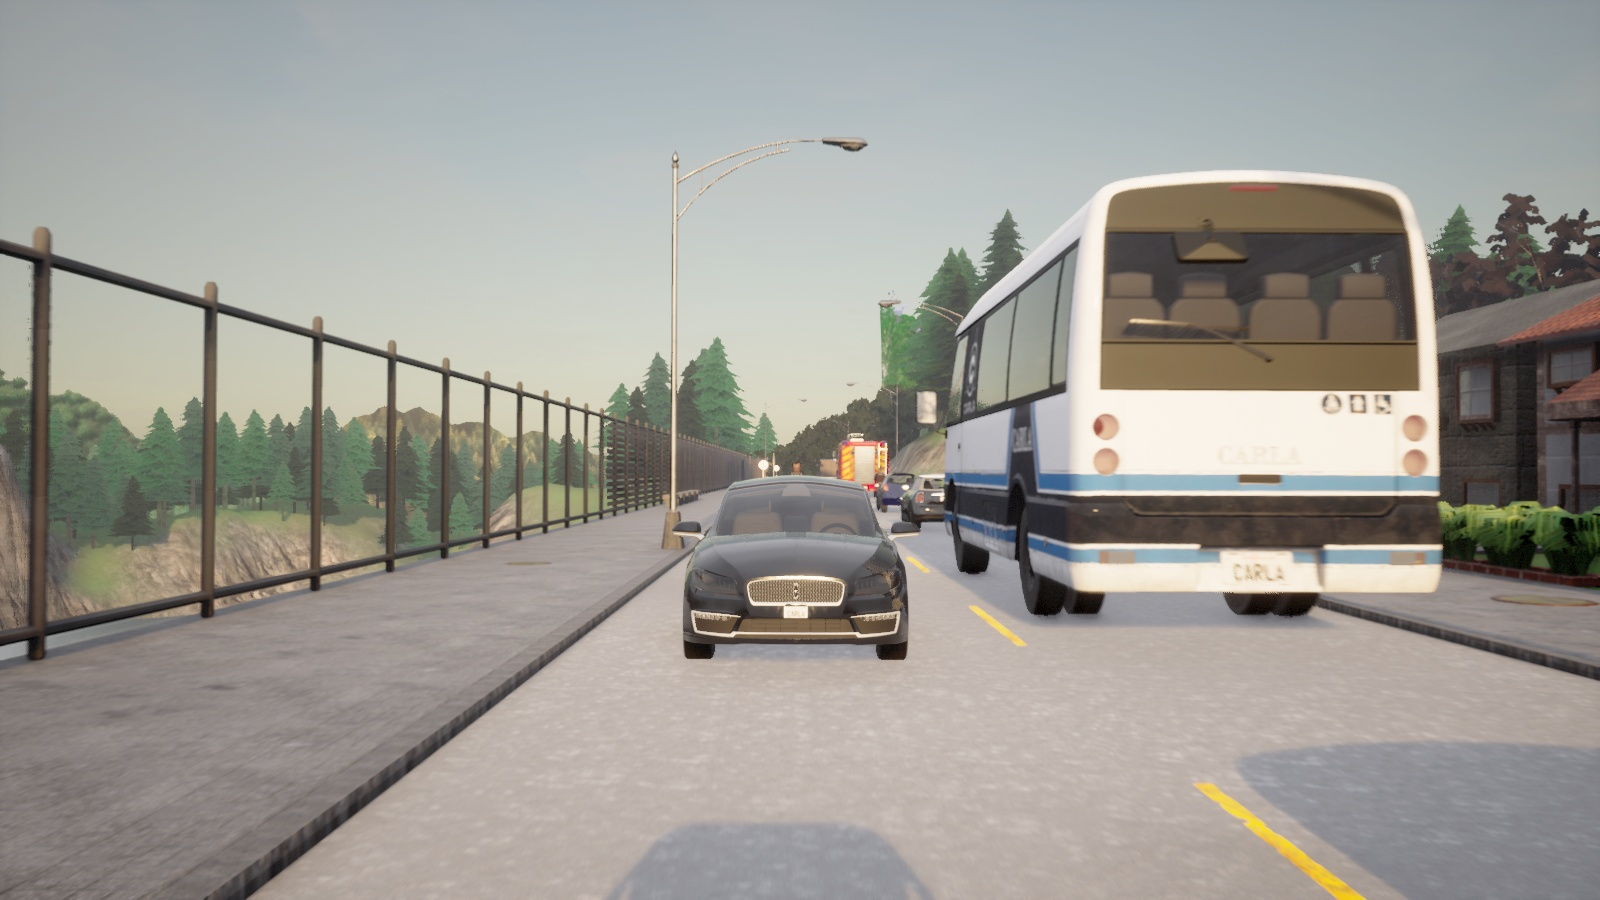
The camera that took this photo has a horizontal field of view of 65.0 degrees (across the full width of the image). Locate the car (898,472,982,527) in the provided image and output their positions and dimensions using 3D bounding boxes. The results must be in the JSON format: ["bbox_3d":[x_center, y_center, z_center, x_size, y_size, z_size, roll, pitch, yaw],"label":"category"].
[{"bbox_3d":[3.913,1.362,35.691,1.970,1.475,3.806,0,-1,0],"label":"car"}]

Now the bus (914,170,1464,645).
[{"bbox_3d":[3.955,-0.303,16.408,3.944,4.253,10.273,0,-1,0],"label":"bus"}]

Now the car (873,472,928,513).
[{"bbox_3d":[3.881,1.633,48.981,1.845,1.501,3.633,0,-1,0],"label":"car"}]

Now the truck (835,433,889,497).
[{"bbox_3d":[3.810,0.955,78.857,2.891,3.827,8.468,0,-1,0],"label":"truck"}]

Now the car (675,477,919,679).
[{"bbox_3d":[-0.029,1.019,11.927,1.837,1.490,4.892,0,-1,0],"label":"car"}]
